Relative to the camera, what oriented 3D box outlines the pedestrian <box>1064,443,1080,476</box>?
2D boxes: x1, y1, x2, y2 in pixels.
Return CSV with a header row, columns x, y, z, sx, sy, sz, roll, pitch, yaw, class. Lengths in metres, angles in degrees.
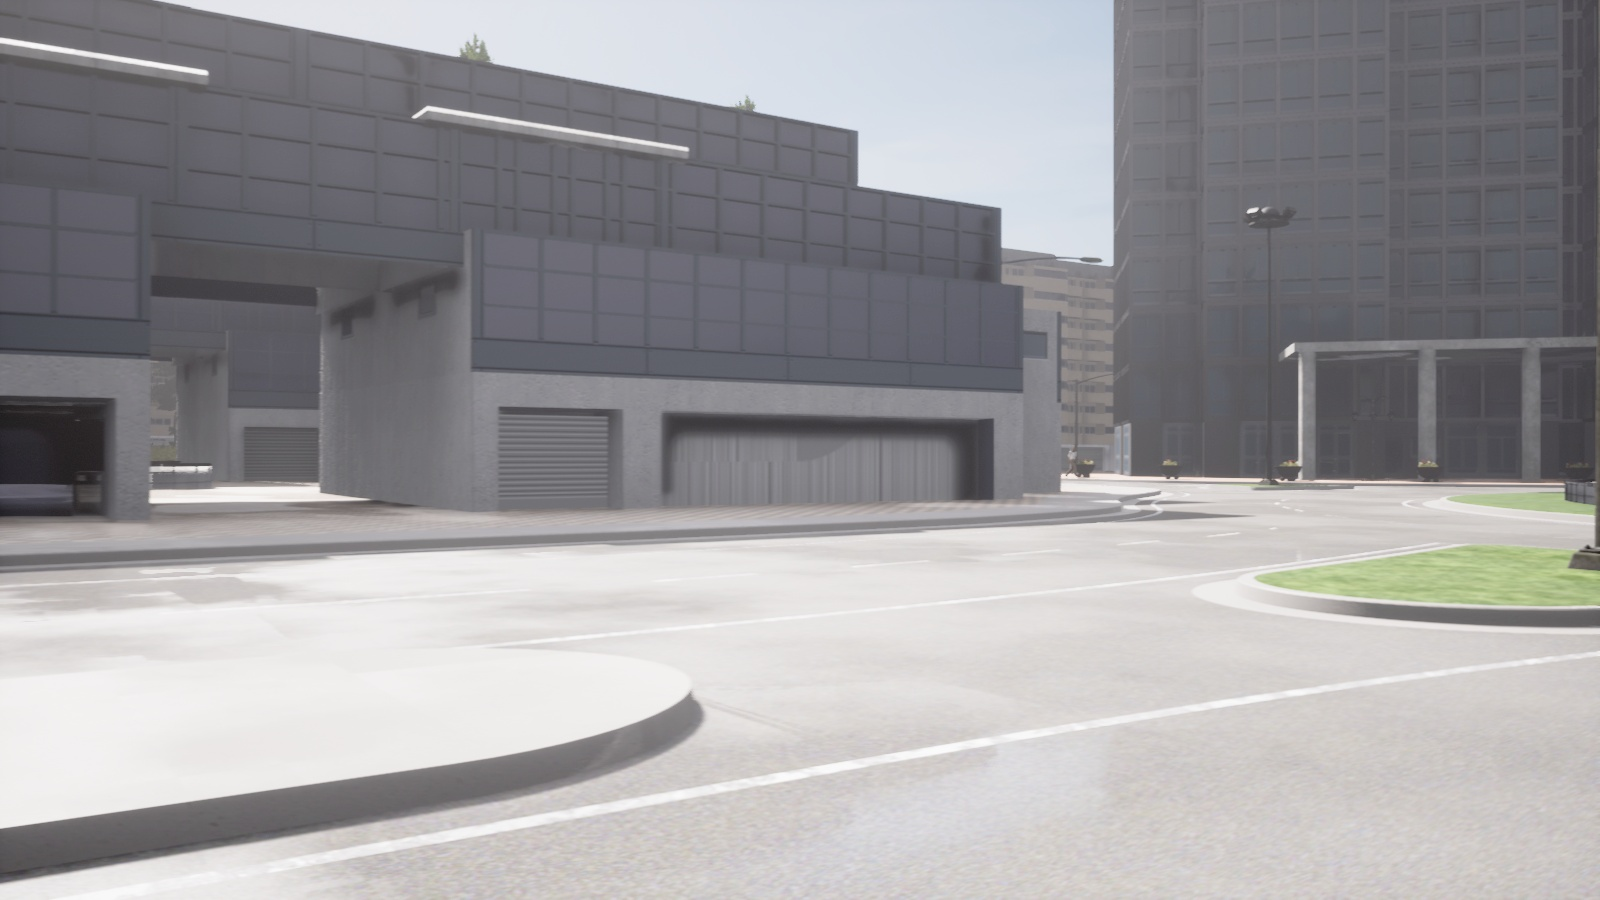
x,y,z,sx,sy,sz,roll,pitch,yaw,class
15.207,0.548,70.154,0.540,1.848,0.694,0,0,-35,pedestrian
